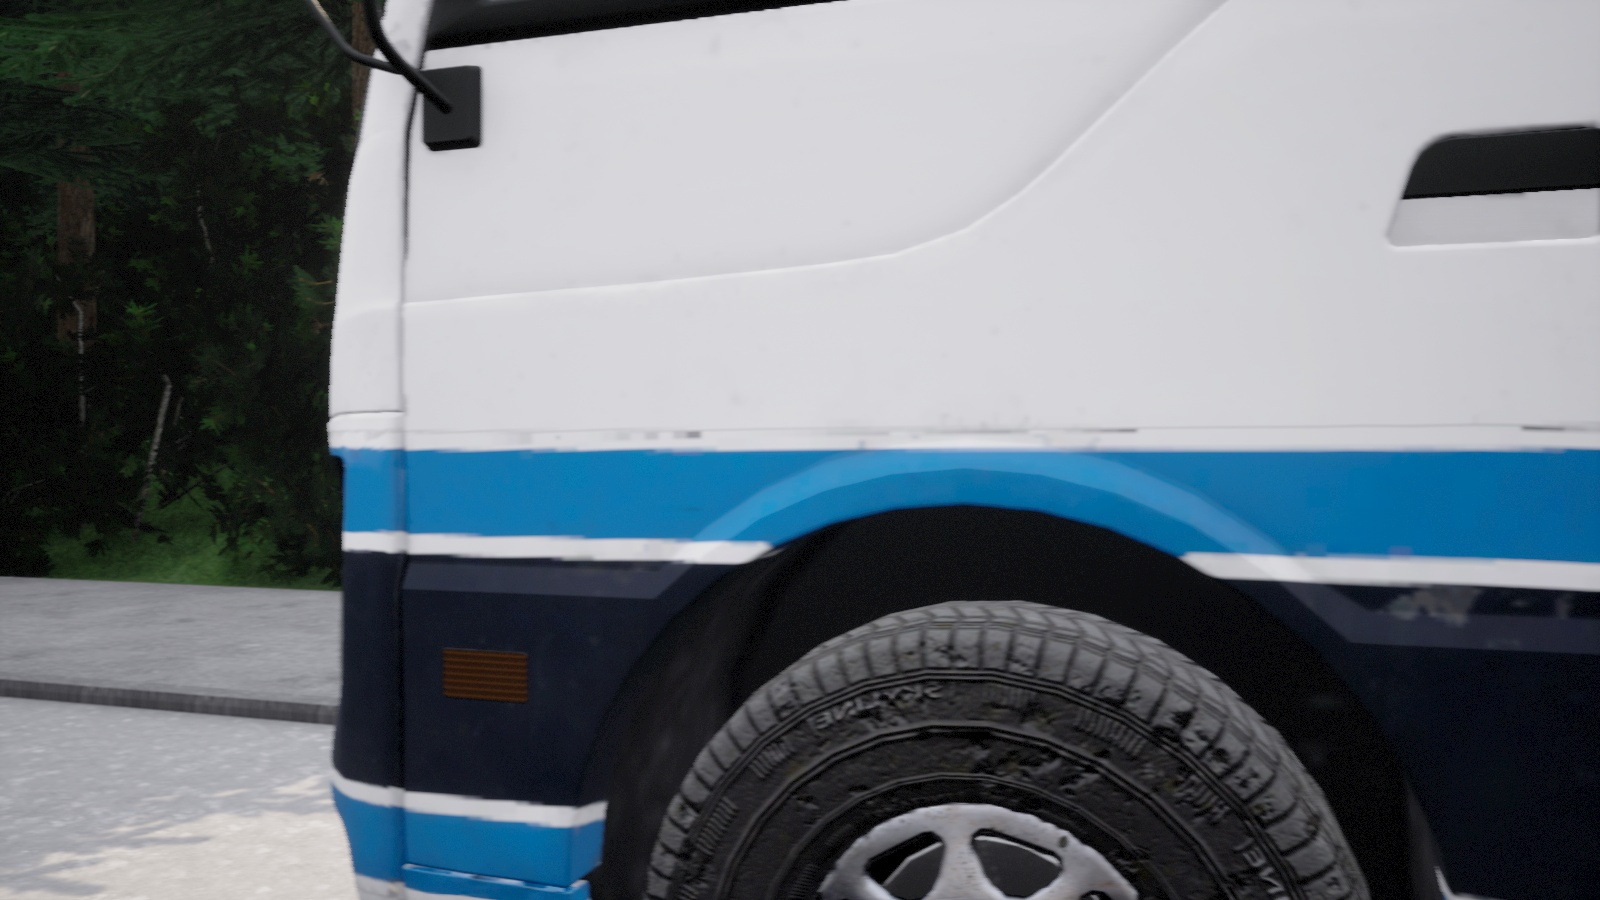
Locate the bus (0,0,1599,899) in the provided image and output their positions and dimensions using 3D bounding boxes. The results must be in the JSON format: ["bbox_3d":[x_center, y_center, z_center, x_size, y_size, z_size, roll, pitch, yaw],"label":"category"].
[{"bbox_3d":[3.533,-0.577,2.512,10.273,4.253,3.944,0,1,19],"label":"bus"}]
